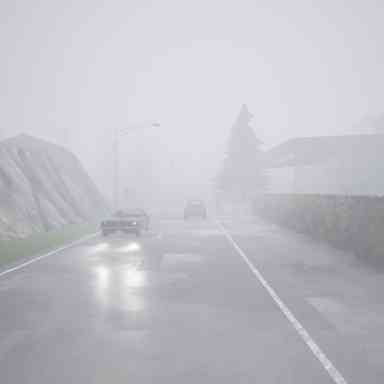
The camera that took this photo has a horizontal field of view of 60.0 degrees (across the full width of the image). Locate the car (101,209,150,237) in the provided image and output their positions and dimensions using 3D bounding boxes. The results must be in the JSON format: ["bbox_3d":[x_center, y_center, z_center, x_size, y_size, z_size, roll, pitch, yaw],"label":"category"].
[{"bbox_3d":[-3.494,1.600,18.243,1.895,1.301,4.718,0,0,0],"label":"car"}]

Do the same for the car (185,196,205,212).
[{"bbox_3d":[0.342,1.352,38.589,2.097,1.767,4.553,0,0,0],"label":"car"}]

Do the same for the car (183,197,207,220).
[{"bbox_3d":[0.275,1.491,28.591,2.128,1.511,4.902,0,0,0],"label":"car"}]
